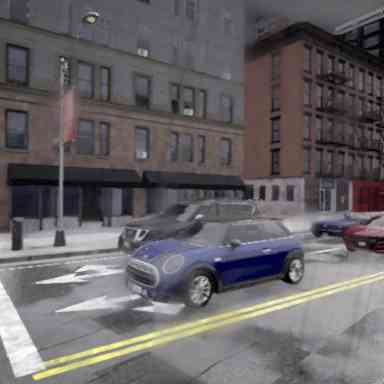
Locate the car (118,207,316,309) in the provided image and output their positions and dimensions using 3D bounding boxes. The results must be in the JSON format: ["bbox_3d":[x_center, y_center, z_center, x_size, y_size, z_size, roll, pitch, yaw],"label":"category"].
[{"bbox_3d":[0.692,1.404,8.120,4.553,1.767,2.097,1,0,-36],"label":"car"}]

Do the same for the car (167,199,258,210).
[{"bbox_3d":[0.234,1.291,11.823,5.566,2.045,2.150,1,0,-37],"label":"car"}]

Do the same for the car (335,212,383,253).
[{"bbox_3d":[8.191,1.621,13.494,5.008,1.535,1.882,1,0,-35],"label":"car"}]

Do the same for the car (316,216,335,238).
[{"bbox_3d":[8.350,1.768,17.586,4.718,1.301,1.895,1,0,-35],"label":"car"}]
